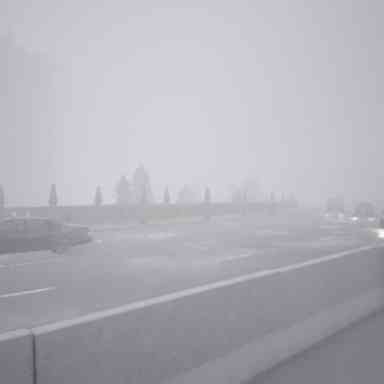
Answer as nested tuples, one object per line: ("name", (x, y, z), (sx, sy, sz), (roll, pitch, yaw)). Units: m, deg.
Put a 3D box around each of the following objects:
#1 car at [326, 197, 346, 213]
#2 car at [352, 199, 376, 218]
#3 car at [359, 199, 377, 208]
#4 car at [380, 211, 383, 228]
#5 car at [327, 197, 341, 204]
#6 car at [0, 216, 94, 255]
("car", (19.227, 1.653, 44.482), (2.150, 2.045, 5.566), (0, 0, 25))
("car", (18.145, 1.832, 35.018), (1.837, 1.490, 4.892), (0, -1, 30))
("car", (32.168, 2.107, 61.015), (1.812, 1.442, 4.674), (0, -1, 14))
("car", (14.611, 1.736, 23.580), (1.812, 1.442, 4.674), (0, -1, 37))
("car", (31.299, 1.872, 73.451), (2.128, 1.511, 4.902), (0, -1, 12))
("car", (-6.480, 1.631, 12.353), (5.357, 1.411, 2.033), (0, -1, -37))
